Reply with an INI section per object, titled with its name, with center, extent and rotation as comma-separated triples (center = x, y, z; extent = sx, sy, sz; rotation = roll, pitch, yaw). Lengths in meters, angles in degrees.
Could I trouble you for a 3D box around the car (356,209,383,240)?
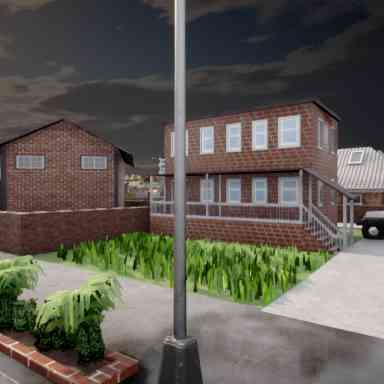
[car]
center = 8.470, 0.973, 12.606
extent = 3.866, 1.878, 1.905
rotation = 0, 0, 36
